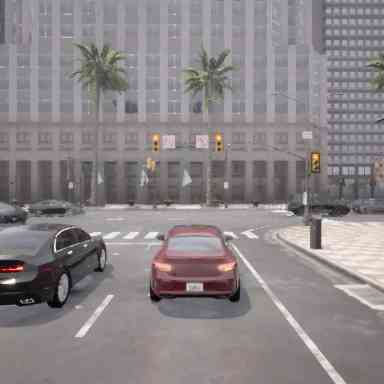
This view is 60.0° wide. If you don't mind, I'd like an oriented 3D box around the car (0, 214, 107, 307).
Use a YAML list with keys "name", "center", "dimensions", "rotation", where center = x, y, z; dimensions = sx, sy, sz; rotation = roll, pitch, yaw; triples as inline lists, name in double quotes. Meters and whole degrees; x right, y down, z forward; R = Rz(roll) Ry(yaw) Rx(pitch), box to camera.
- name: "car"
  center: [-3.435, 1.505, 7.960]
  dimensions: [1.837, 1.490, 4.892]
  rotation: [0, 0, 0]

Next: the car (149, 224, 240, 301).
- name: "car"
  center: [0.075, 1.526, 8.212]
  dimensions: [1.812, 1.442, 4.674]
  rotation: [0, 0, 1]

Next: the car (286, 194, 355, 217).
- name: "car"
  center: [11.595, 1.221, 30.785]
  dimensions: [5.566, 2.045, 2.150]
  rotation: [0, 0, 1]

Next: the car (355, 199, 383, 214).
- name: "car"
  center: [19.052, 1.564, 34.485]
  dimensions: [4.181, 1.385, 1.994]
  rotation: [0, 0, 0]

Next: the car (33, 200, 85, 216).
- name: "car"
  center: [-12.458, 1.491, 30.817]
  dimensions: [4.902, 1.511, 2.128]
  rotation: [0, 0, 0]

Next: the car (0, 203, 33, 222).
- name: "car"
  center: [-13.122, 1.478, 23.086]
  dimensions: [5.008, 1.535, 1.882]
  rotation: [0, -1, 45]

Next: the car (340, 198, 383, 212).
- name: "car"
  center: [19.774, 1.491, 37.985]
  dimensions: [4.902, 1.511, 2.128]
  rotation: [0, 0, 0]
